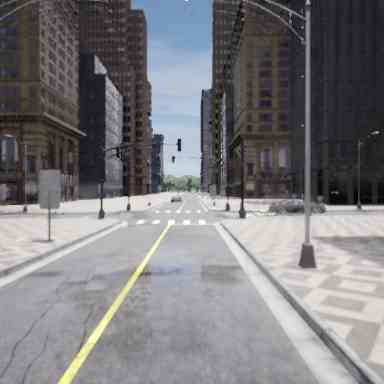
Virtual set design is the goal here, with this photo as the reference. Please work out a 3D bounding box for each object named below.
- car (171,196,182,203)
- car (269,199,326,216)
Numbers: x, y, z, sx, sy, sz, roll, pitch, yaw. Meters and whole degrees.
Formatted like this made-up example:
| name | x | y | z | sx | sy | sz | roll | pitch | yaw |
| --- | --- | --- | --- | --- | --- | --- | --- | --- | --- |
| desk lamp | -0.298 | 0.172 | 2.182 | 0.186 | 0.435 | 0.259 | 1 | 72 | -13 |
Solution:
| name | x | y | z | sx | sy | sz | roll | pitch | yaw |
| --- | --- | --- | --- | --- | --- | --- | --- | --- | --- |
| car | -3.036 | 1.416 | 64.666 | 1.994 | 1.385 | 4.181 | 0 | 0 | 0 |
| car | 9.312 | 1.366 | 29.533 | 4.902 | 1.511 | 2.128 | -1 | 0 | 0 |
